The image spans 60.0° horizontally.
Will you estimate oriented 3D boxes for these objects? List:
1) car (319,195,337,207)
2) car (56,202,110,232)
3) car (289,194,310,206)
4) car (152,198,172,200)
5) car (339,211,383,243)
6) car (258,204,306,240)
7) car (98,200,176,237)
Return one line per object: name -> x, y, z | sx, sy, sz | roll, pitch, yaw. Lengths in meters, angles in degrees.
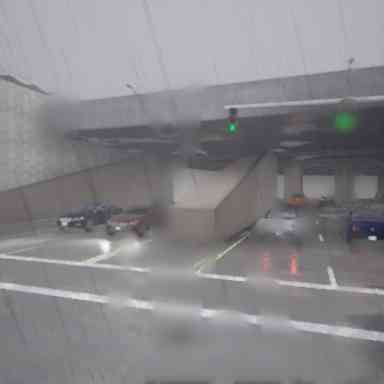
car -> 17.793, 1.176, 43.556 | 2.128, 1.511, 4.902 | 0, 1, 26
car -> -5.734, 1.345, 19.360 | 2.128, 1.511, 4.902 | 0, 0, 19
car -> 14.533, 1.025, 44.850 | 2.097, 1.767, 4.553 | 0, 0, 26
car -> -2.687, 1.281, 28.125 | 2.128, 1.511, 4.902 | 0, 0, 19
car -> 7.778, 1.492, 15.057 | 1.895, 1.301, 4.718 | 0, 0, 19
car -> 4.498, 1.481, 16.282 | 1.895, 1.301, 4.718 | 0, 0, 19
car -> -2.660, 1.394, 17.543 | 1.812, 1.442, 4.674 | 0, 0, 19
